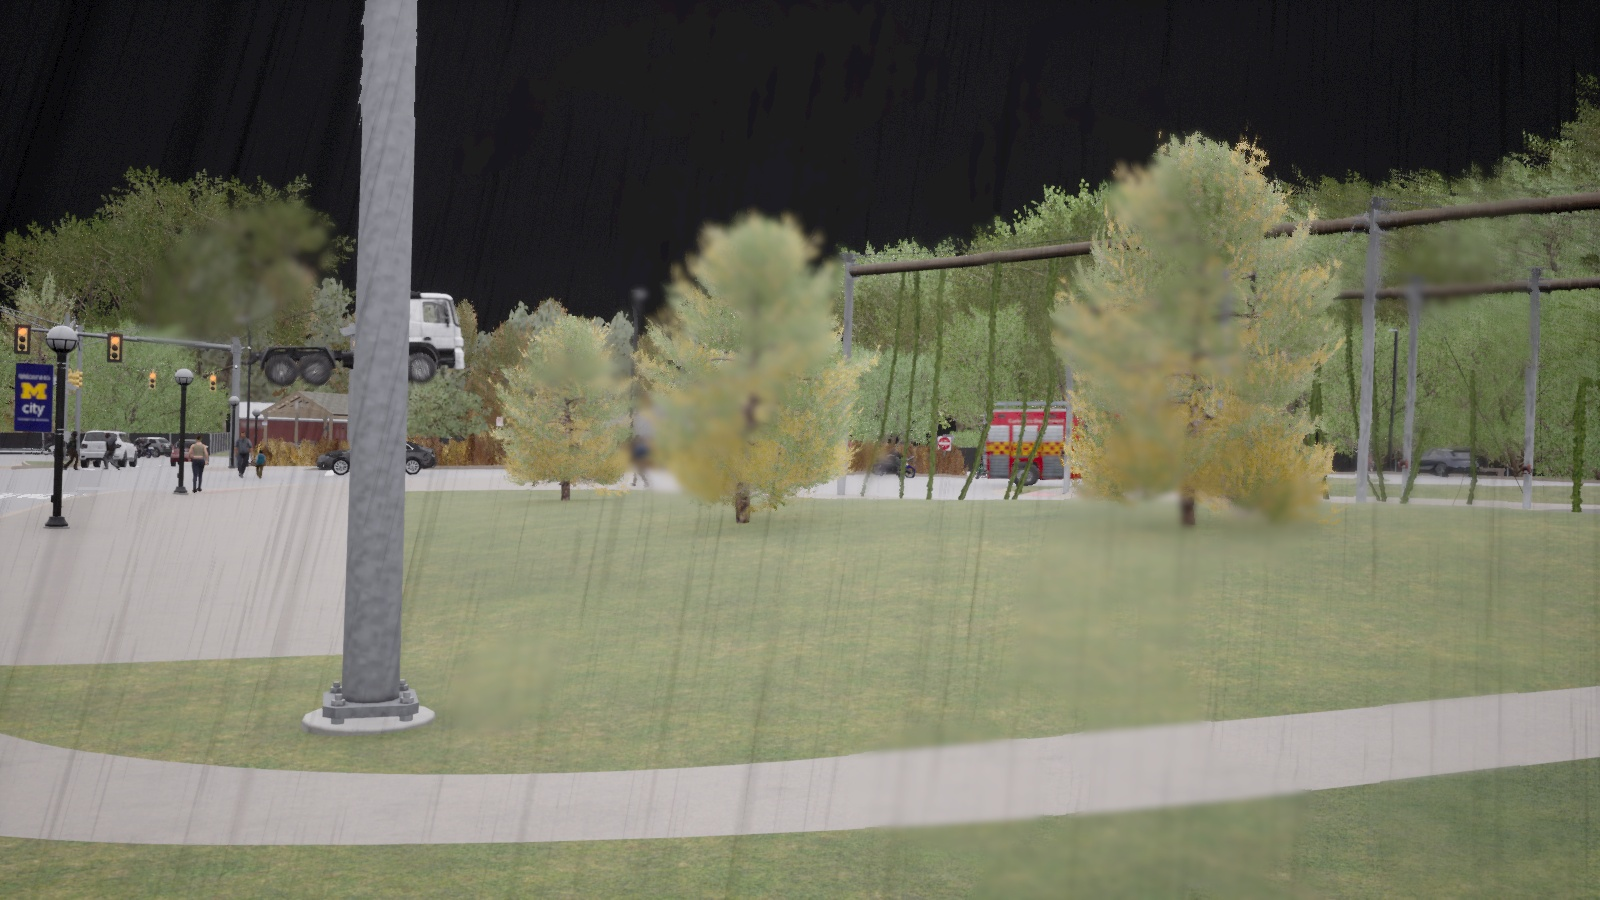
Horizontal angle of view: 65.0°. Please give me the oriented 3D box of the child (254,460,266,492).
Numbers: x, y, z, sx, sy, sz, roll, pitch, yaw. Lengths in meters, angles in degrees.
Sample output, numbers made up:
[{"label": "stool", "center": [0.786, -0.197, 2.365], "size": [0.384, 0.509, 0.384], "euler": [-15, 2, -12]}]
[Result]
[{"label": "child", "center": [-20.906, 1.005, 48.643], "size": [0.343, 1.192, 0.448], "euler": [0, 1, -34]}]

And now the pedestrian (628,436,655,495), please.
[{"label": "pedestrian", "center": [-5.329, 0.513, 42.315], "size": [0.788, 1.949, 0.423], "euler": [1, 1, 34]}]

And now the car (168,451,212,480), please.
[{"label": "car", "center": [-36.862, 0.901, 75.986], "size": [1.851, 1.617, 3.988], "euler": [-1, 1, -19]}]

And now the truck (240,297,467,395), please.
[{"label": "truck", "center": [-17.321, -4.056, 48.921], "size": [7.936, 3.462, 2.891], "euler": [-4, 4, -22]}]

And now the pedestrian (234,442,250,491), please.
[{"label": "pedestrian", "center": [-21.604, 0.637, 48.651], "size": [0.540, 1.848, 0.694], "euler": [1, 0, -22]}]

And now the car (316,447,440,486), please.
[{"label": "car", "center": [-18.053, 0.697, 53.746], "size": [4.892, 1.490, 1.837], "euler": [-1, 1, -20]}]

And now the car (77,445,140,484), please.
[{"label": "car", "center": [-38.545, 0.800, 70.137], "size": [2.150, 2.045, 5.566], "euler": [-1, 0, -19]}]

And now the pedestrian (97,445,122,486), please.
[{"label": "pedestrian", "center": [-32.005, 0.712, 58.203], "size": [0.849, 1.883, 0.563], "euler": [1, 0, -6]}]

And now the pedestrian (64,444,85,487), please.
[{"label": "pedestrian", "center": [-32.844, 0.716, 56.830], "size": [0.692, 1.930, 0.395], "euler": [1, 0, 0]}]

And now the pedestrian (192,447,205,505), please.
[{"label": "pedestrian", "center": [-19.100, 0.827, 39.891], "size": [0.345, 1.836, 0.594], "euler": [1, 0, -24]}]

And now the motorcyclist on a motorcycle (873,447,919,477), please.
[{"label": "motorcyclist on a motorcycle", "center": [5.032, 0.624, 65.882], "size": [2.191, 1.530, 0.866], "euler": [0, 0, -13]}]

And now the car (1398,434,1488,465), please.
[{"label": "car", "center": [36.072, -0.032, 70.609], "size": [2.033, 1.649, 4.856], "euler": [0, 0, -8]}]

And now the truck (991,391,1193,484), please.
[{"label": "truck", "center": [12.904, -0.540, 55.975], "size": [8.468, 3.827, 2.891], "euler": [-1, 0, 12]}]
